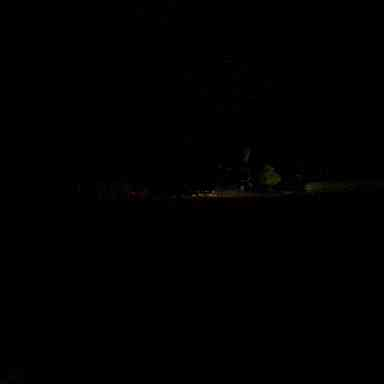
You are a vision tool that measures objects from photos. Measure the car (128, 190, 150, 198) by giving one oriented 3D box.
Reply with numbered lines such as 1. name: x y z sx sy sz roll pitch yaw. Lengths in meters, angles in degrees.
1. car: -10.800 0.303 67.593 1.882 1.535 5.008 -2 0 36
